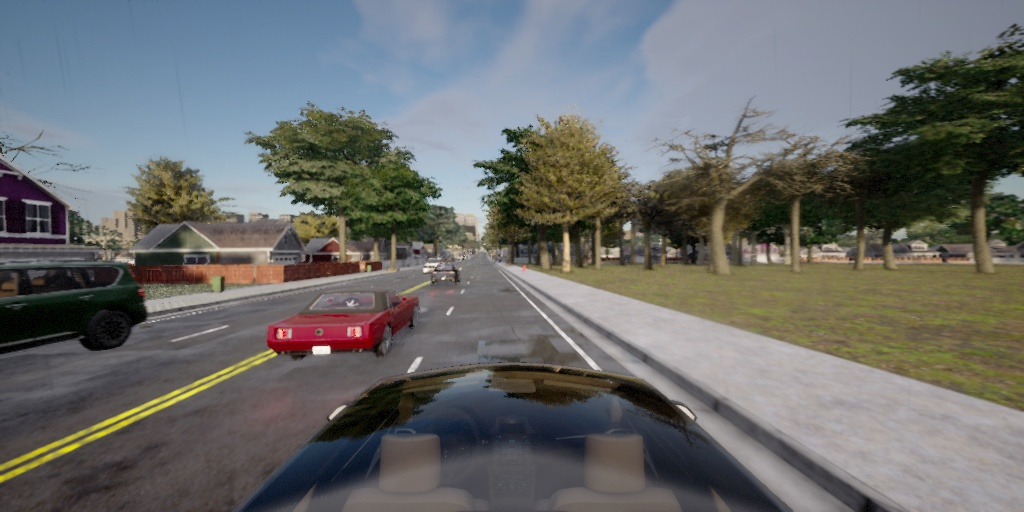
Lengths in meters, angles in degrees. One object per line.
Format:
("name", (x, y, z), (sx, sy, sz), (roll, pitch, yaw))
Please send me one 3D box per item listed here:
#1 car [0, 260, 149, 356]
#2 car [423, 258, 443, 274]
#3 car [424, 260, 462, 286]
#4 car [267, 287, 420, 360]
("car", (-10.082, 1.121, 6.602), (2.150, 2.045, 5.566), (-1, 0, -3))
("car", (-9.486, 1.257, 44.163), (2.150, 2.045, 5.566), (-1, 0, -4))
("car", (-4.816, 1.330, 26.575), (2.128, 1.511, 4.902), (-1, 0, -4))
("car", (-3.539, 1.404, 8.632), (1.895, 1.301, 4.718), (-1, 0, -3))
